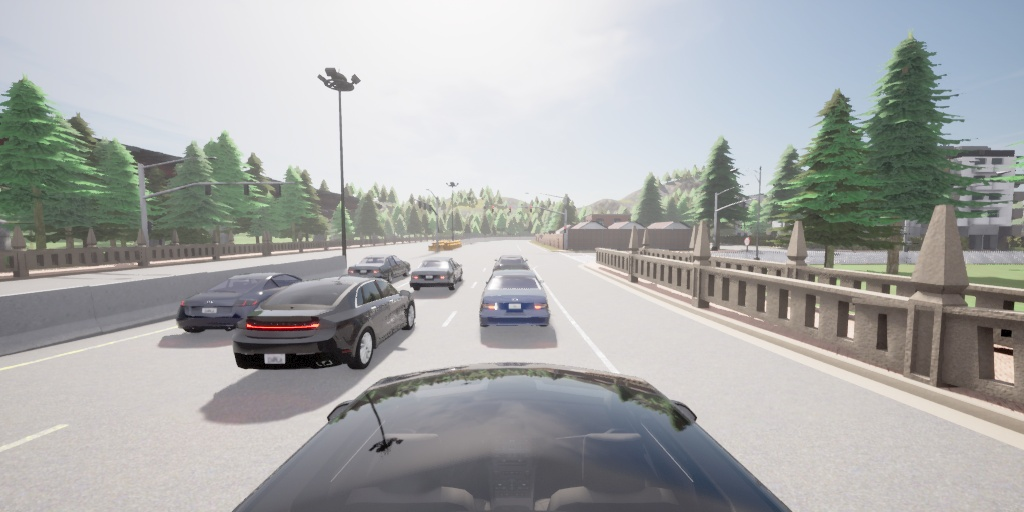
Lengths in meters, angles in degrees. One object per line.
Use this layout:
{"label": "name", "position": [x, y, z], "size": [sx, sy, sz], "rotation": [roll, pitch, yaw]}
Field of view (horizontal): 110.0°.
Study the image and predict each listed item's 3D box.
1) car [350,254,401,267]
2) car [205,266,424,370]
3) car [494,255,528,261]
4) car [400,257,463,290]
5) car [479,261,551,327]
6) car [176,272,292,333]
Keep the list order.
{"label": "car", "position": [-7.033, 0.622, 19.438], "size": [2.033, 1.411, 5.357], "rotation": [0, 4, -1]}
{"label": "car", "position": [-3.438, 1.169, 7.580], "size": [1.837, 1.490, 4.892], "rotation": [0, 2, -1]}
{"label": "car", "position": [-0.038, 0.617, 19.867], "size": [1.994, 1.385, 4.181], "rotation": [0, 3, 0]}
{"label": "car", "position": [-3.501, 0.755, 17.278], "size": [2.033, 1.411, 5.357], "rotation": [0, 4, -2]}
{"label": "car", "position": [0.043, 1.103, 10.789], "size": [2.033, 1.411, 5.357], "rotation": [0, 2, 0]}
{"label": "car", "position": [-6.959, 1.144, 10.227], "size": [1.994, 1.385, 4.181], "rotation": [0, 2, -1]}
